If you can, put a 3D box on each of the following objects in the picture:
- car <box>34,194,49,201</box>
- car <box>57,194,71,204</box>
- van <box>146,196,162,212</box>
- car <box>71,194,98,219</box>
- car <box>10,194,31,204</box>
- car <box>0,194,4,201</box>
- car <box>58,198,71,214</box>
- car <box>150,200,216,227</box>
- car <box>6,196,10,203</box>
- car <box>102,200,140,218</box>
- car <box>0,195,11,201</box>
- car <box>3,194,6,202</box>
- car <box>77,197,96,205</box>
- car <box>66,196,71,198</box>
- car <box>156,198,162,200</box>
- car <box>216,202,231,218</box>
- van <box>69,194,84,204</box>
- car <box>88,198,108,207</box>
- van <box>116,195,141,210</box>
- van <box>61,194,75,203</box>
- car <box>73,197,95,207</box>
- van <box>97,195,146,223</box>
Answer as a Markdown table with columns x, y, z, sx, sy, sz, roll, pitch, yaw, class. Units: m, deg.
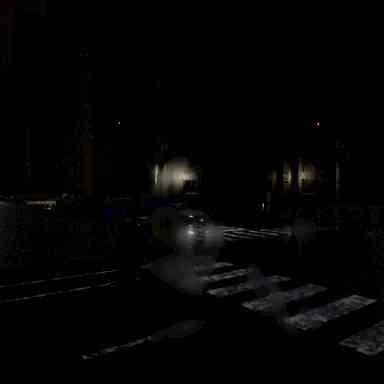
| x | y | z | sx | sy | sz | roll | pitch | yaw | class |
| --- | --- | --- | --- | --- | --- | --- | --- | --- | --- |
| -38.073 | 1.306 | 85.093 | 2.192 | 1.841 | 5.009 | 0 | 0 | -36 | car |
| -22.386 | 1.528 | 58.460 | 2.033 | 1.411 | 5.357 | 0 | 0 | -36 | car |
| -5.001 | 1.333 | 38.945 | 1.690 | 1.788 | 3.998 | 0 | 0 | -36 | van |
| -8.621 | 1.285 | 29.363 | 2.192 | 1.841 | 5.009 | 0 | 0 | -36 | car |
| -31.773 | 1.515 | 61.665 | 2.008 | 1.369 | 4.403 | 0 | 0 | -36 | car |
| -41.694 | 1.531 | 75.510 | 1.947 | 1.339 | 4.313 | 0 | 0 | -36 | car |
| -11.930 | 1.548 | 33.977 | 1.802 | 1.307 | 4.206 | 0 | 0 | -36 | car |
| -0.746 | 1.510 | 22.958 | 1.812 | 1.442 | 4.674 | 0 | 0 | -36 | car |
| -35.080 | 1.404 | 66.280 | 1.967 | 1.590 | 4.097 | 0 | 0 | -36 | car |
| -6.727 | 1.503 | 31.289 | 1.812 | 1.442 | 4.674 | 0 | 0 | -35 | car |
| -44.902 | 1.491 | 79.985 | 1.752 | 1.417 | 4.829 | 0 | 0 | -36 | car |
| -38.288 | 1.490 | 70.756 | 1.752 | 1.417 | 4.829 | 0 | 0 | -36 | car |
| -18.231 | 1.571 | 57.403 | 1.802 | 1.307 | 4.206 | 0 | 0 | -36 | car |
| -13.261 | 1.520 | 40.417 | 2.033 | 1.411 | 5.357 | 0 | 0 | -36 | car |
| -1.694 | 1.577 | 34.330 | 1.802 | 1.307 | 4.206 | 0 | 0 | -36 | car |
| 1.613 | 1.550 | 29.715 | 2.008 | 1.369 | 4.403 | 0 | 0 | -36 | car |
| -21.537 | 1.330 | 62.019 | 1.690 | 1.788 | 3.998 | 0 | 0 | -36 | van |
| -14.923 | 1.571 | 52.788 | 1.802 | 1.307 | 4.206 | 0 | 0 | -36 | car |
| -8.308 | 1.331 | 43.560 | 1.690 | 1.788 | 3.998 | 0 | 0 | -36 | van |
| -24.845 | 1.331 | 66.634 | 1.690 | 1.788 | 3.998 | 0 | 0 | -36 | van |
| -16.375 | 1.506 | 50.159 | 1.812 | 1.442 | 4.674 | 0 | 0 | -35 | car |
| -5.315 | 1.315 | 24.748 | 1.690 | 1.788 | 3.998 | 0 | 0 | -36 | van |
